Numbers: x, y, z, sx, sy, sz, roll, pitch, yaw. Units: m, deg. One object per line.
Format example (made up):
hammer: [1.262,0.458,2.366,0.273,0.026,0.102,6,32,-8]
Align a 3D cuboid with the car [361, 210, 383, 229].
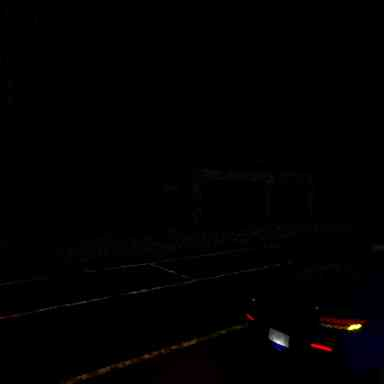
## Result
car: [10.616,1.582,17.470,4.206,1.307,1.802,0,0,-35]

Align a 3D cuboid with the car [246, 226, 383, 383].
car: [2.886,1.525,5.215,4.674,1.442,1.812,0,0,-35]
